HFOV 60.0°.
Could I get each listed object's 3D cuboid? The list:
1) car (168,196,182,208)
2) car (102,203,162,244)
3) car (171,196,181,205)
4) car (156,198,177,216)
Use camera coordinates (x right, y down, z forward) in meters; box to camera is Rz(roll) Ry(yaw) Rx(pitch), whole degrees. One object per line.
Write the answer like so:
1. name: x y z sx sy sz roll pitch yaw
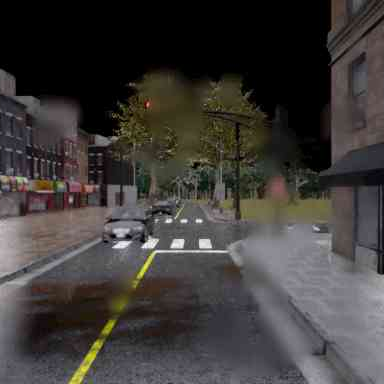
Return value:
1. car: -2.935 1.430 49.312 2.097 1.767 4.553 0 0 0
2. car: -2.878 1.493 15.876 2.128 1.511 4.902 0 0 0
3. car: -3.003 1.593 63.929 1.882 1.535 5.008 0 0 -2
4. car: -2.905 1.581 33.224 2.033 1.411 5.357 0 0 0
